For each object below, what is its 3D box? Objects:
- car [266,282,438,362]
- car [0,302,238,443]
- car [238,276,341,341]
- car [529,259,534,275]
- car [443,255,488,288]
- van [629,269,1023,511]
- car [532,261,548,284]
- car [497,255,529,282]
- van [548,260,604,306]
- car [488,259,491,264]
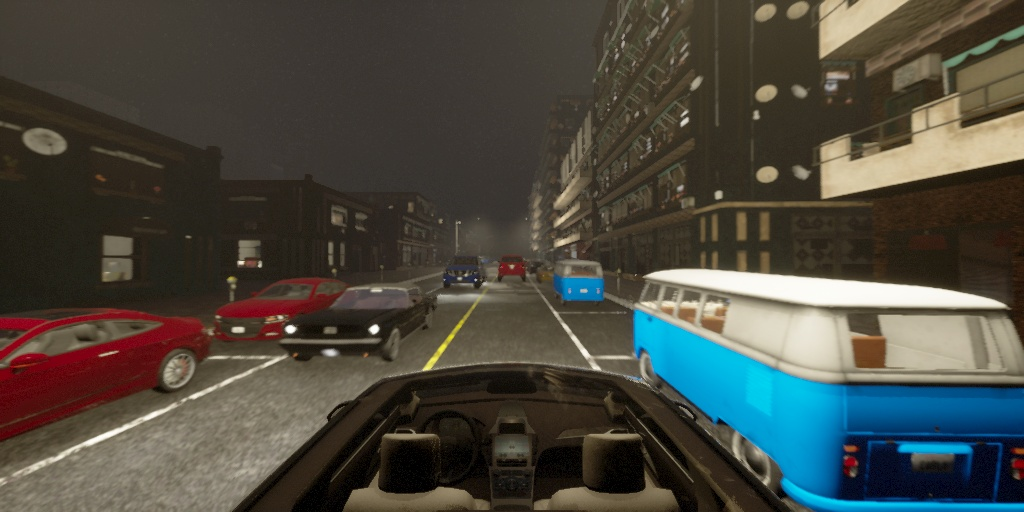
[{"bbox_3d":[-3.098,1.343,8.329,1.895,1.301,4.718,0,0,0],"label":"car"},{"bbox_3d":[-5.690,1.330,4.113,1.802,1.307,4.207,0,0,0],"label":"car"},{"bbox_3d":[-5.690,1.286,9.694,1.888,1.381,4.507,0,0,0],"label":"car"},{"bbox_3d":[2.690,1.262,37.634,1.948,1.339,4.313,0,0,0],"label":"car"},{"bbox_3d":[-3.001,0.950,23.387,2.150,2.045,5.566,0,0,0],"label":"car"},{"bbox_3d":[2.690,1.088,4.148,1.690,1.789,3.998,0,0,0],"label":"van"},{"bbox_3d":[2.690,1.241,26.642,1.751,1.417,4.829,0,0,0],"label":"car"},{"bbox_3d":[0.007,0.931,28.731,2.150,2.045,5.566,0,0,0],"label":"car"},{"bbox_3d":[2.691,1.074,15.311,1.690,1.789,3.998,0,0,0],"label":"van"},{"bbox_3d":[-3.029,1.237,29.472,1.812,1.442,4.674,0,0,0],"label":"car"}]
